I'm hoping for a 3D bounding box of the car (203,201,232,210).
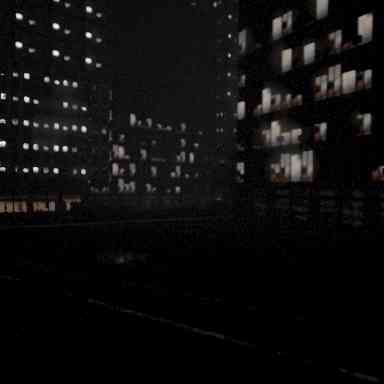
[{"bbox_3d":[4.178,2.229,54.337,4.313,1.339,1.947,0,1,-34],"label":"car"}]

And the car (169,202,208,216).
[{"bbox_3d":[-0.728,2.277,41.430,4.507,1.381,1.887,0,1,-34],"label":"car"}]

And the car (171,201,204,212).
[{"bbox_3d":[-0.640,2.166,51.039,4.829,1.417,1.752,0,1,-34],"label":"car"}]

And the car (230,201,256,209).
[{"bbox_3d":[8.856,2.267,57.540,4.206,1.307,1.802,0,1,-34],"label":"car"}]

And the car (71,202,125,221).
[{"bbox_3d":[-10.081,2.005,35.023,5.009,1.841,2.192,0,1,-34],"label":"car"}]

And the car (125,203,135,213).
[{"bbox_3d":[-9.856,2.149,44.731,4.403,1.369,2.008,0,1,-34],"label":"car"}]

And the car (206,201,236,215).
[{"bbox_3d":[3.953,2.069,44.630,5.009,1.841,2.192,0,1,-34],"label":"car"}]
